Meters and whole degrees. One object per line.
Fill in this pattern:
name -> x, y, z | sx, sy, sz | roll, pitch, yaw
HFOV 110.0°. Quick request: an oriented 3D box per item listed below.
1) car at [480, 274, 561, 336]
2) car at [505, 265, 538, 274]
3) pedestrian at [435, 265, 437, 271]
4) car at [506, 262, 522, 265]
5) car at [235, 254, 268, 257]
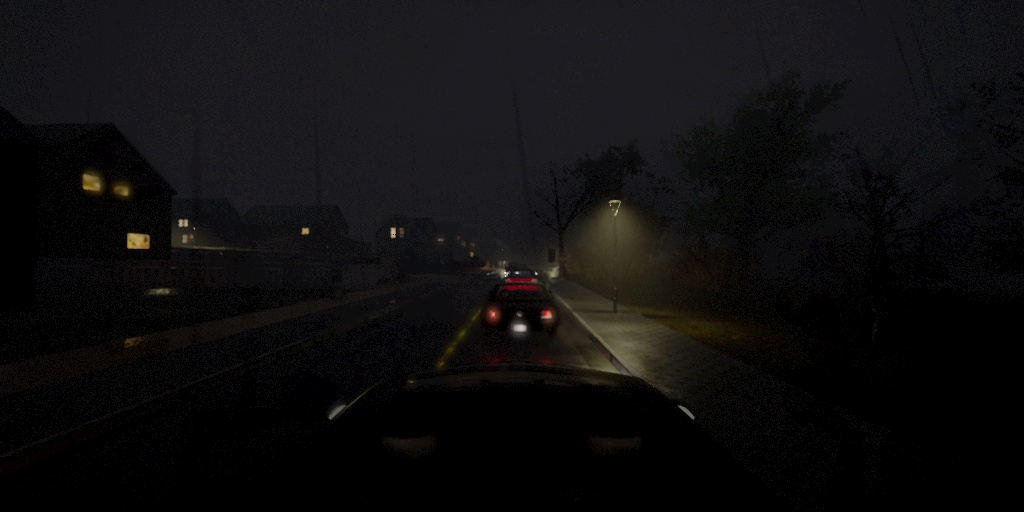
car -> 0.244, 1.390, 10.470 | 1.895, 1.301, 4.718 | 0, 0, 1
car -> 0.552, 1.411, 20.556 | 1.994, 1.385, 4.181 | 0, 0, 2
pedestrian -> -8.368, 0.742, 39.453 | 0.375, 1.860, 0.375 | 0, -3, 3
car -> 0.078, 1.630, 53.792 | 1.812, 1.442, 4.674 | 0, -1, 6
car -> -24.548, 0.301, 34.311 | 4.674, 1.442, 1.812 | 3, -1, 3
